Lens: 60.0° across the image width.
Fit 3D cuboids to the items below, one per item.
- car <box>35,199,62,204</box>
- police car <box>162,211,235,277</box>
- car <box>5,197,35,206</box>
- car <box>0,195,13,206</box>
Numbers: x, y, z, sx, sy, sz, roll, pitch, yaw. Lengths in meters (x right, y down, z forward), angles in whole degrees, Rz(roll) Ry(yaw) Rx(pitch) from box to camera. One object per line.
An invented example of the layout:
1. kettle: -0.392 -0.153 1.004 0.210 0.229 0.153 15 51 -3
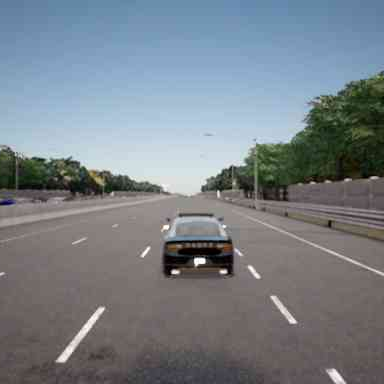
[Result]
1. car: -17.585 1.677 42.114 1.812 1.442 4.674 0 0 0
2. police car: 0.122 1.435 10.508 1.930 1.638 5.238 0 0 -1
3. car: -21.084 1.657 42.082 1.837 1.490 4.892 0 0 0
4. car: -24.585 1.373 41.970 2.150 2.045 5.566 0 0 0
